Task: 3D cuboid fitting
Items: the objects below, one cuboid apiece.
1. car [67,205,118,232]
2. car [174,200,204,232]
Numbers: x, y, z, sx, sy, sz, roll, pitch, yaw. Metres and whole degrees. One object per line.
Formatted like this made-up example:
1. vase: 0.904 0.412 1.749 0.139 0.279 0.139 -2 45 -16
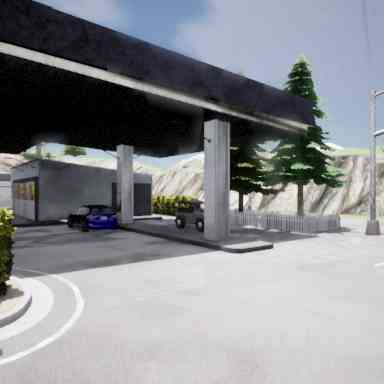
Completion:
1. car: -6.675 1.671 22.129 2.242 1.667 4.611 0 0 -37
2. car: 0.456 1.502 21.989 1.905 1.878 3.866 0 0 -36
